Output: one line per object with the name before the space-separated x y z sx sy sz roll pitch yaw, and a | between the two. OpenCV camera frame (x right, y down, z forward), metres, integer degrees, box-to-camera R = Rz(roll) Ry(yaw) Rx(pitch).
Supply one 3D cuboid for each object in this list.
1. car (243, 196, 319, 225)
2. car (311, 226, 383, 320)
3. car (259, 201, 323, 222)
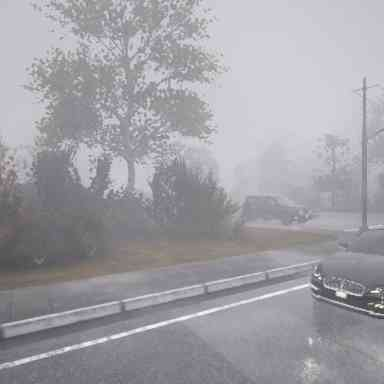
car | 6.271 1.309 25.138 2.150 2.045 5.566 0 0 -37
car | 4.554 1.505 7.088 4.892 1.490 1.837 0 1 -35
car | 8.244 1.585 28.198 1.882 1.535 5.008 0 -1 -39
